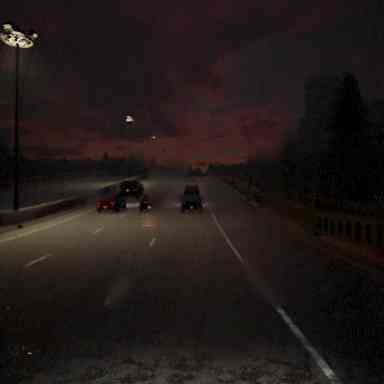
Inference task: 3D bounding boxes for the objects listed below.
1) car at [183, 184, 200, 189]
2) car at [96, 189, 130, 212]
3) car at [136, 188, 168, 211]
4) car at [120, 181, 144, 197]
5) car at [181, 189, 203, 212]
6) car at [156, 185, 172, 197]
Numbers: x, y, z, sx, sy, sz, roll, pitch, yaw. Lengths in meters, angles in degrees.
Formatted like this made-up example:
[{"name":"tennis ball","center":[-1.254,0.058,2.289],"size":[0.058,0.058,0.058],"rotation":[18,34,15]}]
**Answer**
[{"name":"car","center":[-0.066,-0.179,40.247],"size":[2.128,1.511,4.902],"rotation":[0,6,0]},{"name":"car","center":[-7.015,0.894,29.102],"size":[1.812,1.442,4.674],"rotation":[0,4,0]},{"name":"car","center":[-3.522,0.817,29.877],"size":[1.837,1.490,4.892],"rotation":[0,5,0]},{"name":"car","center":[-7.061,-0.344,39.177],"size":[2.150,2.045,5.566],"rotation":[0,6,0]},{"name":"car","center":[-0.030,0.895,29.123],"size":[1.812,1.442,4.674],"rotation":[0,4,0]},{"name":"car","center":[-3.567,-0.206,41.188],"size":[1.994,1.385,4.181],"rotation":[0,6,0]}]
